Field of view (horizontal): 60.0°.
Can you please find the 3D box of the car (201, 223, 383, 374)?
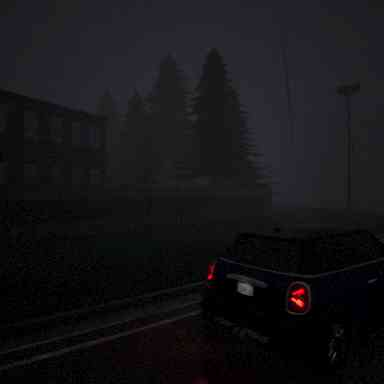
[{"bbox_3d":[2.382,1.341,5.897,4.553,1.767,2.097,0,0,-39],"label":"car"}]
